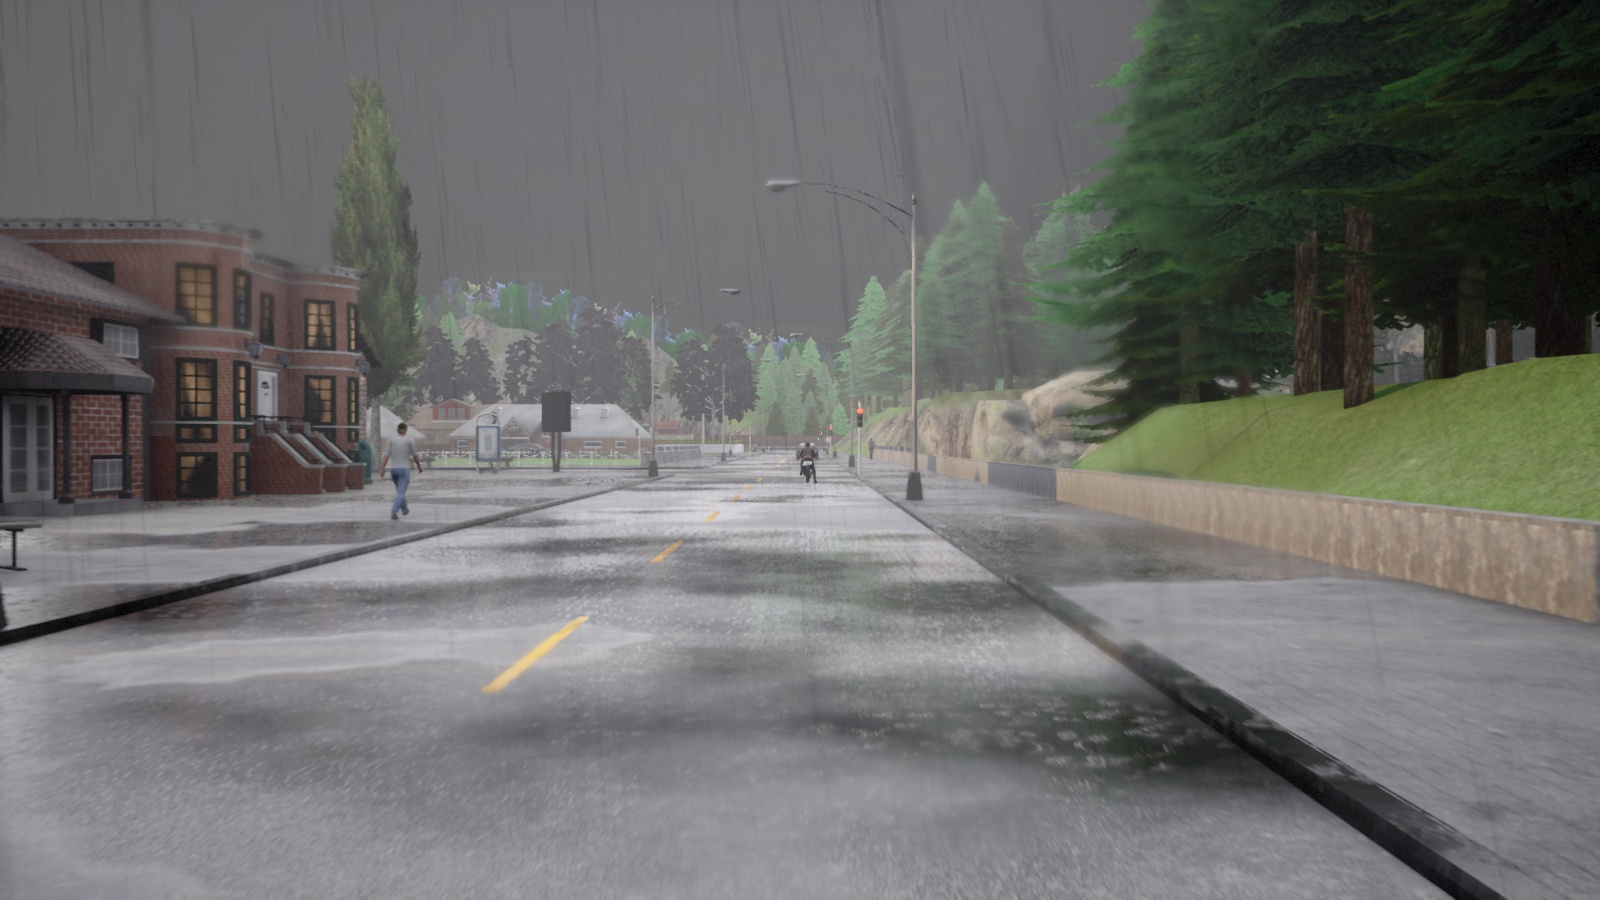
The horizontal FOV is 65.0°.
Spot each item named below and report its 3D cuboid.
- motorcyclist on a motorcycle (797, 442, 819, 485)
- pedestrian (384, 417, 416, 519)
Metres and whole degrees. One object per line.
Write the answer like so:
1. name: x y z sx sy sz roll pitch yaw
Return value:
1. motorcyclist on a motorcycle: 0.282 0.470 45.962 0.797 1.523 2.044 0 0 0
2. pedestrian: -7.286 0.319 22.868 0.354 1.836 0.706 0 0 1
